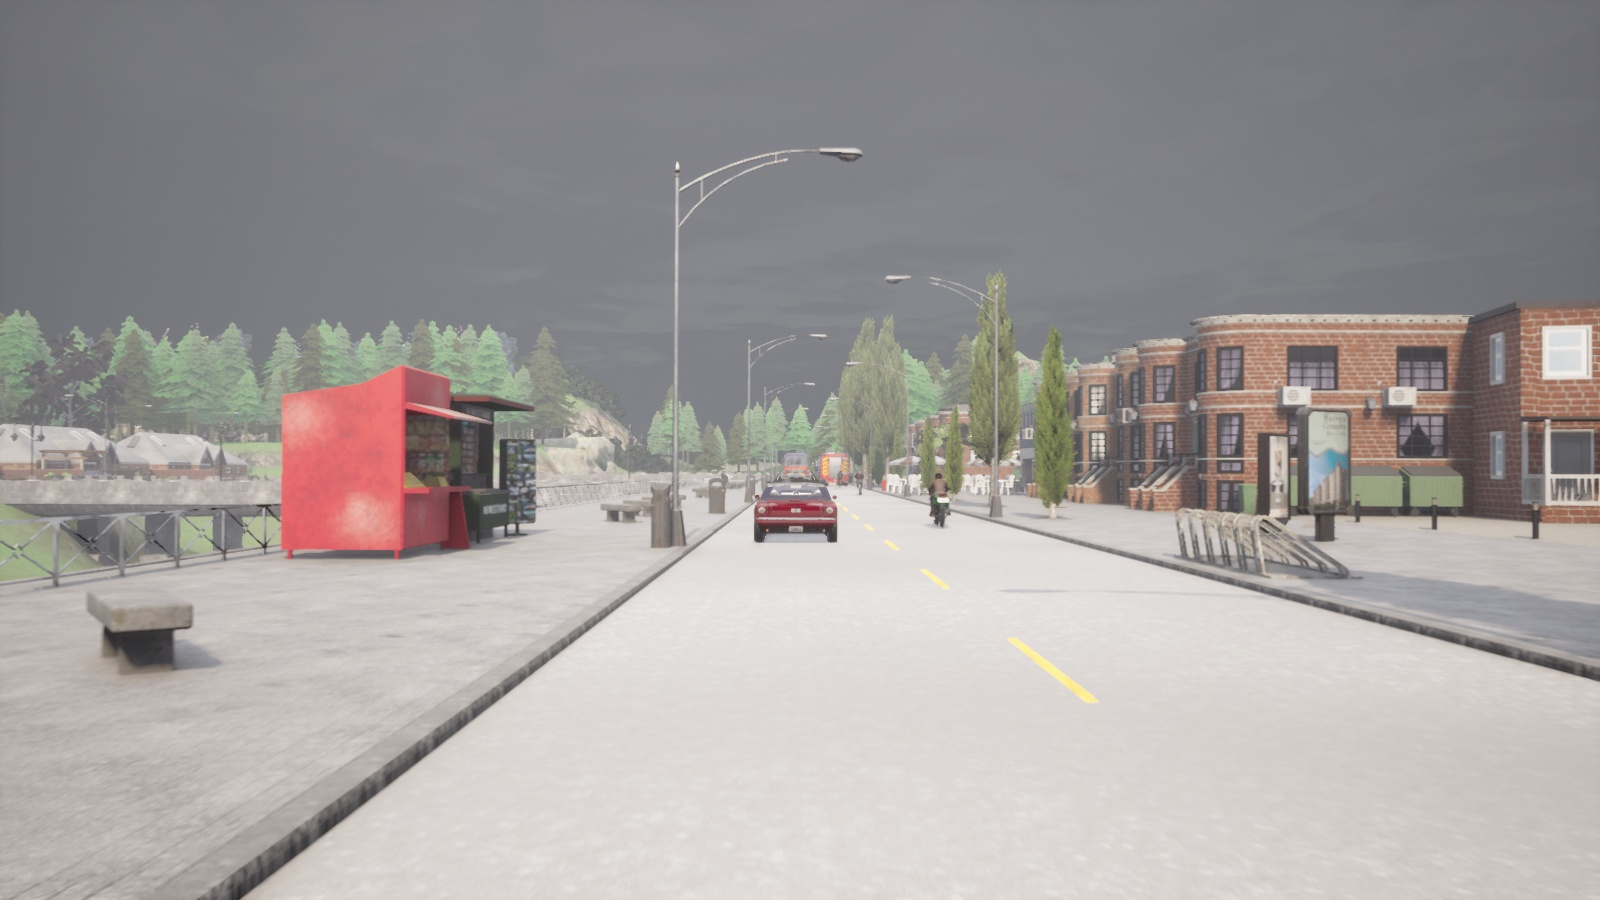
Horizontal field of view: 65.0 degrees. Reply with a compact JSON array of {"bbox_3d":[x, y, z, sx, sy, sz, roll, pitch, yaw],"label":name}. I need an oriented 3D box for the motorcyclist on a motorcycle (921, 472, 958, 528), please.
[{"bbox_3d":[3.902,1.370,35.313,0.797,1.523,2.044,0,-1,0],"label":"motorcyclist on a motorcycle"}]

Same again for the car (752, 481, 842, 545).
[{"bbox_3d":[-0.080,1.396,28.865,1.895,1.301,4.718,0,-1,0],"label":"car"}]

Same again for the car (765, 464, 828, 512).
[{"bbox_3d":[-0.129,1.361,46.024,2.152,1.651,5.027,0,-1,0],"label":"car"}]
